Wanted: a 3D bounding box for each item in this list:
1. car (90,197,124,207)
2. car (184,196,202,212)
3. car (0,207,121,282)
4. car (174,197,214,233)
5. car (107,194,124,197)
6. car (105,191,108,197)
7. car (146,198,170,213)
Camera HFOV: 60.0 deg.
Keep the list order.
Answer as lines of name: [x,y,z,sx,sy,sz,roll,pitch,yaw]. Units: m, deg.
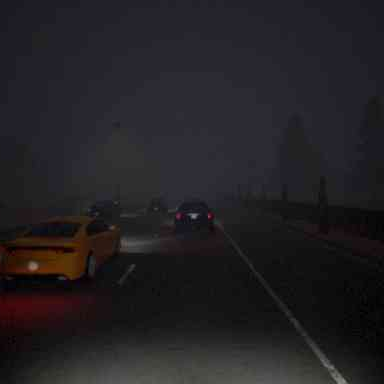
car: [-6.896,1.379,26.361,1.812,1.442,4.674,0,0,0]
car: [0.073,1.270,37.468,1.882,1.535,5.008,0,0,-1]
car: [-3.399,1.424,9.596,1.882,1.535,5.008,0,0,0]
car: [0.103,1.247,18.866,2.097,1.767,4.553,0,0,0]
car: [-14.718,1.111,66.098,2.128,1.511,4.902,0,0,-1]
car: [-18.231,0.783,66.796,2.150,2.045,5.566,0,0,-1]
car: [-3.416,1.340,33.421,1.812,1.442,4.674,0,0,0]
